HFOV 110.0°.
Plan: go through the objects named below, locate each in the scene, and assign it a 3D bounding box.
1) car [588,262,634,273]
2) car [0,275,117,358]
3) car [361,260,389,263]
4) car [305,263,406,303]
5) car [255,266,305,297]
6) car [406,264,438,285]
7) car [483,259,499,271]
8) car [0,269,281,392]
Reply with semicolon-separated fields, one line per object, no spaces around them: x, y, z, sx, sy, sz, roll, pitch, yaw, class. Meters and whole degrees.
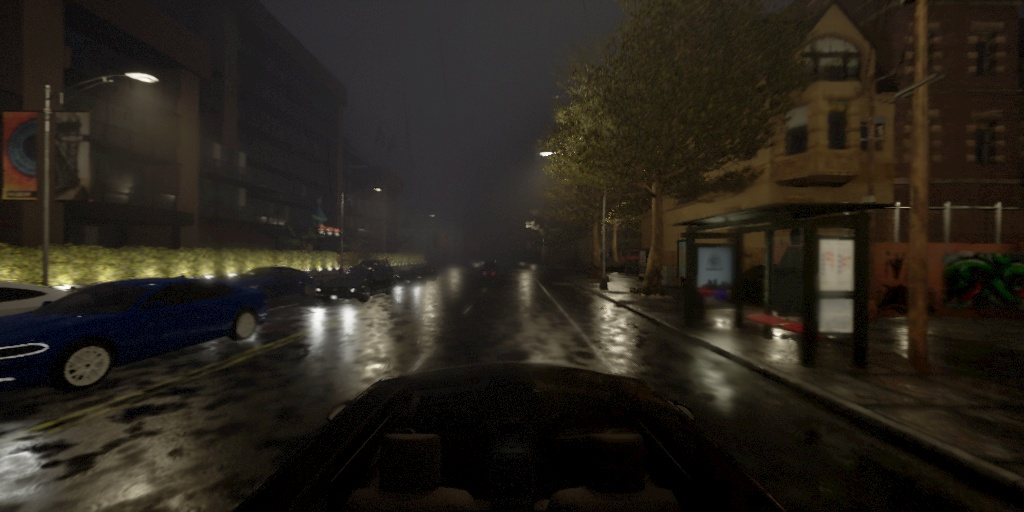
11.874;1.395;43.136;5.357;1.411;2.033;0;0;1;car
-10.545;1.186;6.398;1.812;1.442;4.674;0;0;1;car
-10.231;1.066;26.124;2.097;1.767;4.553;0;0;1;car
-6.927;1.237;16.684;2.033;1.411;5.357;0;0;1;car
-10.440;1.186;15.531;1.812;1.442;4.674;0;0;1;car
-6.733;1.291;26.053;2.033;1.411;5.357;0;0;1;car
-2.863;1.213;48.917;2.128;1.511;4.902;0;0;1;car
-7.058;1.167;6.844;1.882;1.535;5.008;0;0;1;car
